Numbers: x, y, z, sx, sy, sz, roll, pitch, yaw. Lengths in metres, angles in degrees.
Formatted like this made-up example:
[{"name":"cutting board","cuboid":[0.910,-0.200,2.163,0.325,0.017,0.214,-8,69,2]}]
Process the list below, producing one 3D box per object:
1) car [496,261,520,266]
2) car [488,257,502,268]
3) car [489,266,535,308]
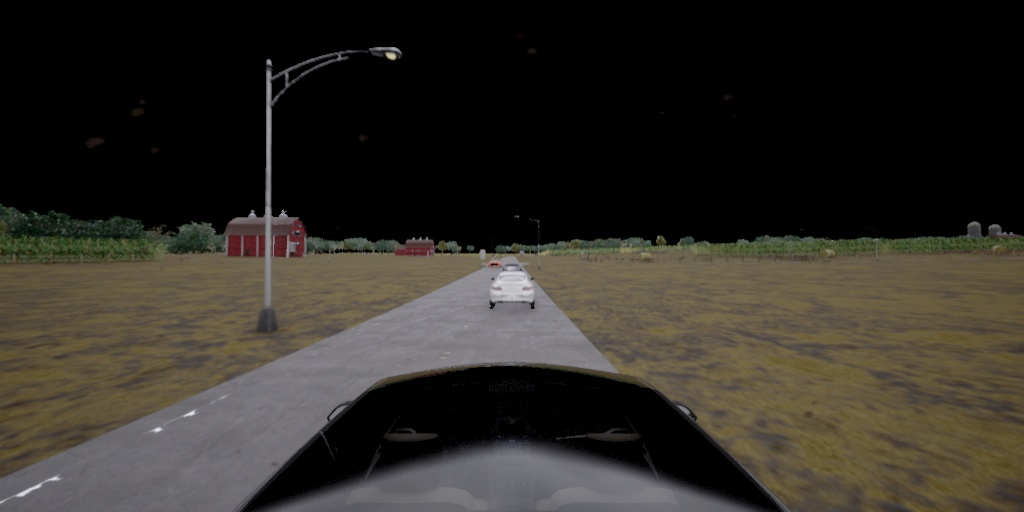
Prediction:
[{"name":"car","cuboid":[0.009,1.373,29.334,2.033,1.411,5.357,0,0,0]},{"name":"car","cuboid":[-2.816,1.048,59.725,2.097,1.767,4.553,0,0,0]},{"name":"car","cuboid":[0.026,1.370,15.715,1.812,1.442,4.674,0,0,1]}]
